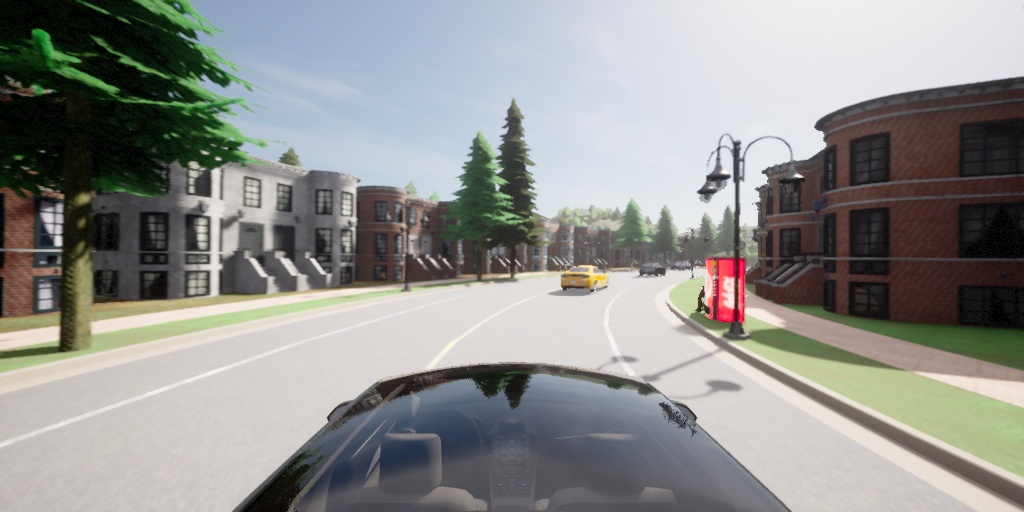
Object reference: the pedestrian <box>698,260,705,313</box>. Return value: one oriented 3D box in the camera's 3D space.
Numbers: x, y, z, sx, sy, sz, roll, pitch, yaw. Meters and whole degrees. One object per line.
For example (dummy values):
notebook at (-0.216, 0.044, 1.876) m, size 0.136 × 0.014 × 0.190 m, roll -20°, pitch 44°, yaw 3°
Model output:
pedestrian at (6.515, 0.988, 11.900) m, size 0.375 × 1.860 × 0.375 m, roll 1°, pitch 0°, yaw 15°

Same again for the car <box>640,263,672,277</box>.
car at (15.596, 1.514, 39.567) m, size 2.128 × 1.511 × 4.902 m, roll 0°, pitch 0°, yaw 37°

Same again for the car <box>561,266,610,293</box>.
car at (4.593, 1.346, 22.084) m, size 1.882 × 1.535 × 5.008 m, roll -1°, pitch -1°, yaw 28°

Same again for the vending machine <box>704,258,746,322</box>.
vending machine at (6.578, 1.038, 11.112) m, size 1.100 × 2.100 × 0.880 m, roll 0°, pitch 0°, yaw 14°

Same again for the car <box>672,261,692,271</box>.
car at (27.786, 1.545, 59.063) m, size 4.553 × 1.767 × 2.097 m, roll 1°, pitch 0°, yaw -45°
